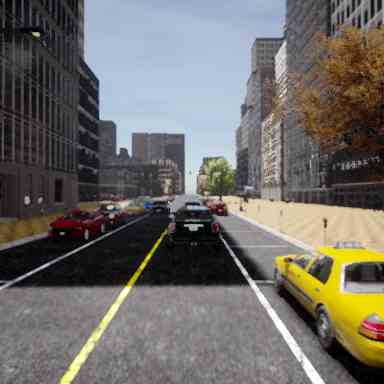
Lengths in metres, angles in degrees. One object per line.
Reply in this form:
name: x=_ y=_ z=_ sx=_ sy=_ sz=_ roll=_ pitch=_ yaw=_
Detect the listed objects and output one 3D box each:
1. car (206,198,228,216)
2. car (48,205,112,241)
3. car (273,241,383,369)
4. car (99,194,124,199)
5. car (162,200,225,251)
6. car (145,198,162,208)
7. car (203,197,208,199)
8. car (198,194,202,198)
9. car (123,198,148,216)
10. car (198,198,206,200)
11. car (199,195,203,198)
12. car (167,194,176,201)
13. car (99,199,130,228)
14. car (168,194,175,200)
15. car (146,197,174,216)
car: x=2.647 y=1.625 z=33.512 sx=1.887 sy=1.381 sz=4.507 roll=0 pitch=0 yaw=0
car: x=-5.710 y=1.586 z=16.882 sx=1.887 sy=1.381 sz=4.507 roll=0 pitch=0 yaw=0
car: x=2.685 y=1.540 z=5.985 sx=1.752 sy=1.417 sz=4.829 roll=0 pitch=0 yaw=0
car: x=-17.243 y=1.264 z=68.746 sx=5.009 sy=1.841 sz=2.192 roll=1 pitch=-1 yaw=-1
car: x=0.064 y=1.387 z=14.443 sx=2.097 sy=1.767 sz=4.553 roll=0 pitch=0 yaw=0
car: x=-5.756 y=1.686 z=50.117 sx=1.947 sy=1.339 sz=4.313 roll=0 pitch=0 yaw=0
car: x=2.640 y=1.534 z=39.051 sx=1.967 sy=1.590 sz=4.097 roll=0 pitch=0 yaw=0
car: x=2.564 y=1.750 z=93.868 sx=1.752 sy=1.417 sz=4.829 roll=0 pitch=0 yaw=0
car: x=-5.733 y=1.605 z=33.330 sx=1.752 sy=1.417 sz=4.829 roll=0 pitch=0 yaw=0
car: x=0.045 y=1.576 z=30.004 sx=1.837 sy=1.490 sz=4.892 roll=0 pitch=0 yaw=0
car: x=2.617 y=1.699 z=55.668 sx=1.947 sy=1.339 sz=4.313 roll=0 pitch=0 yaw=0
car: x=-5.814 y=1.540 z=93.684 sx=2.192 sy=1.841 sz=5.009 roll=0 pitch=0 yaw=0
car: x=-5.717 y=1.494 z=22.422 sx=1.967 sy=1.590 sz=4.097 roll=0 pitch=0 yaw=0
car: x=-5.808 y=1.793 z=88.133 sx=1.802 sy=1.307 sz=4.206 roll=0 pitch=0 yaw=0
car: x=-3.147 y=1.585 z=33.445 sx=1.837 sy=1.490 sz=4.892 roll=0 pitch=0 yaw=0
